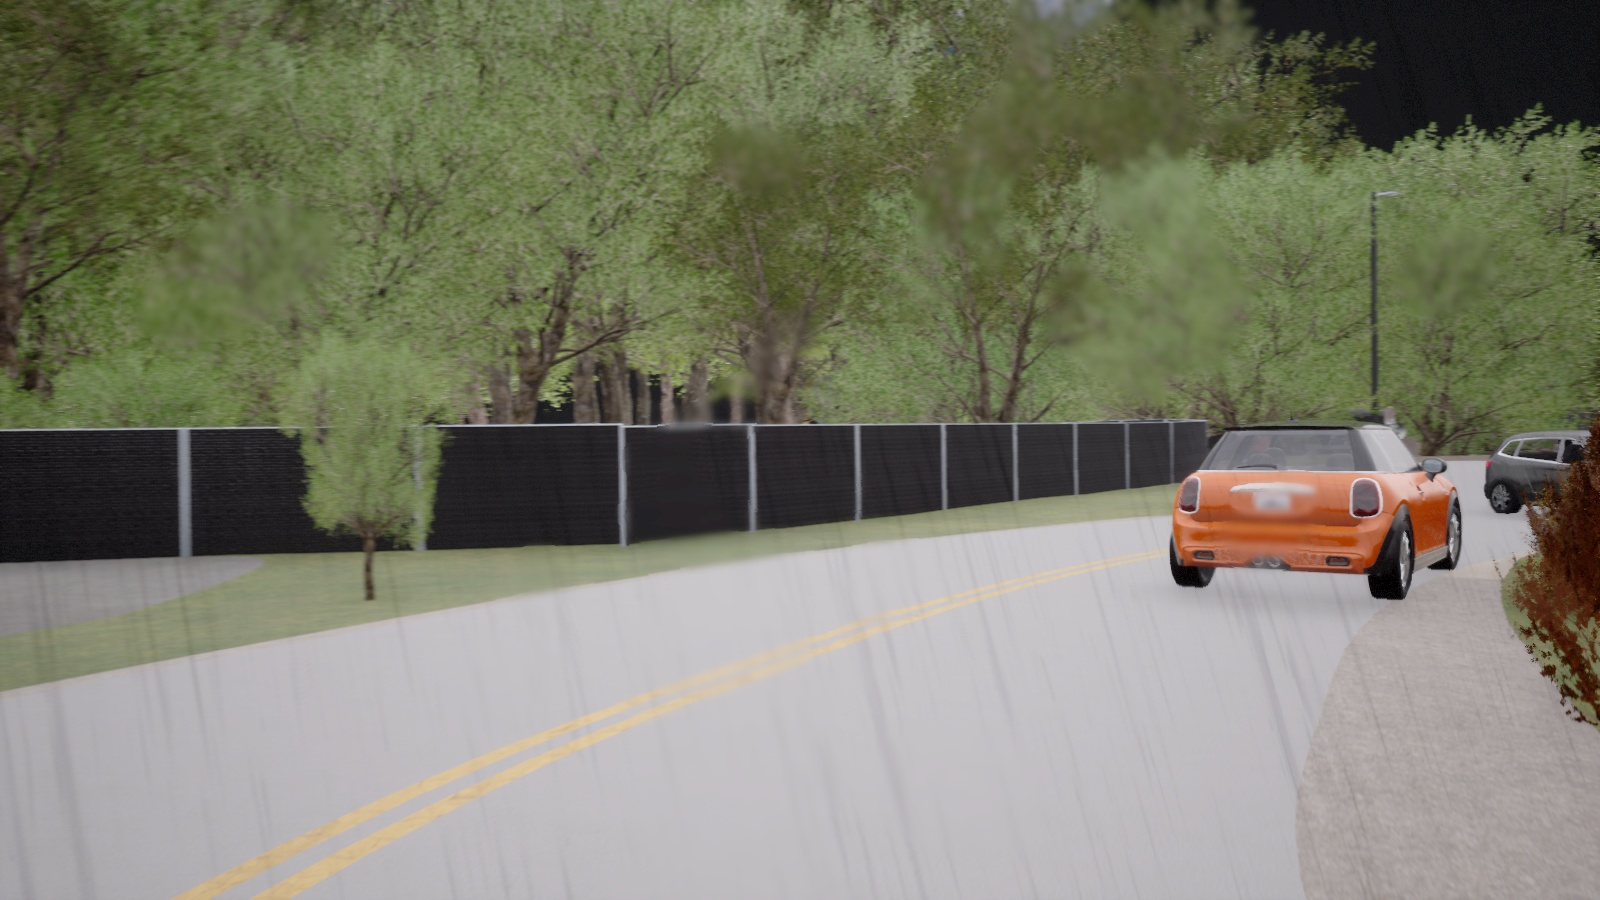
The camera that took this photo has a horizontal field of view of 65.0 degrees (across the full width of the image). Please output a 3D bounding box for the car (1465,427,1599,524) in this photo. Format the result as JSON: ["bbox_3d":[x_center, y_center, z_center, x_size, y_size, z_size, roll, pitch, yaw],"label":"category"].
[{"bbox_3d":[15.158,0.438,23.649,2.242,1.667,4.611,-1,2,-11],"label":"car"}]

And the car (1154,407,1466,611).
[{"bbox_3d":[5.577,0.490,13.342,2.097,1.767,4.553,0,1,35],"label":"car"}]
